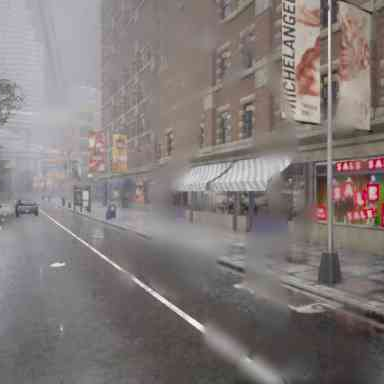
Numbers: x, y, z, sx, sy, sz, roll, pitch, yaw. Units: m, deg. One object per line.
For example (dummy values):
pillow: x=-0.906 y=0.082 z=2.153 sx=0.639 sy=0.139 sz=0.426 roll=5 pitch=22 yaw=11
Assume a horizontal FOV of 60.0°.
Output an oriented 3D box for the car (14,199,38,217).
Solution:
car: x=-15.665 y=1.490 z=31.516 sx=2.128 sy=1.511 sz=4.902 roll=0 pitch=0 yaw=-28

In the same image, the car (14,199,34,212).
car: x=-20.250 y=1.546 z=40.113 sx=2.033 sy=1.411 sz=5.357 roll=0 pitch=0 yaw=-27
